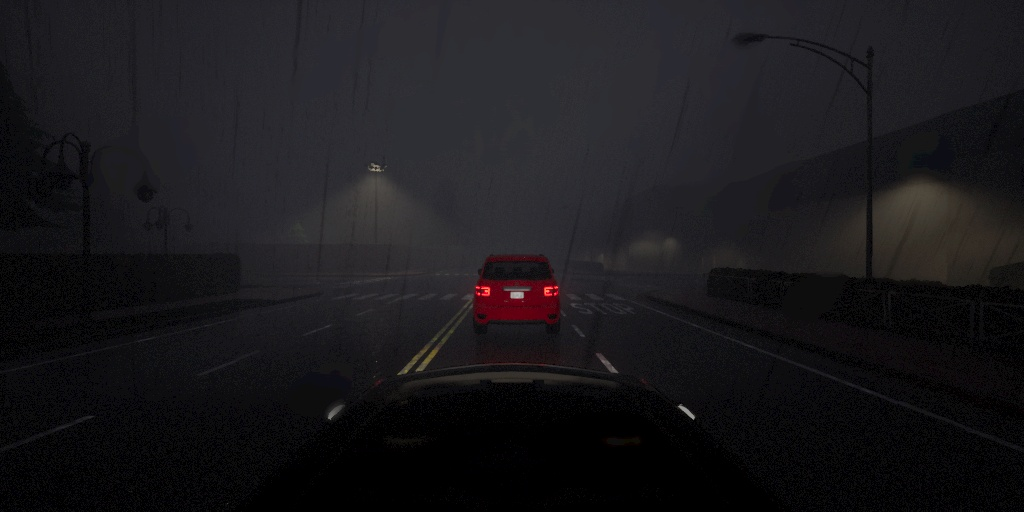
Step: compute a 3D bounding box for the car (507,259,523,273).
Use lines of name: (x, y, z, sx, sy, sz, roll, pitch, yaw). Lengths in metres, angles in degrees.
car: (0.350, 1.228, 45.580, 1.882, 1.535, 5.008, 0, 0, 1)

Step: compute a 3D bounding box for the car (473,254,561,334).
car: (0.120, 0.971, 10.727, 2.150, 2.045, 5.566, 0, 0, 0)
